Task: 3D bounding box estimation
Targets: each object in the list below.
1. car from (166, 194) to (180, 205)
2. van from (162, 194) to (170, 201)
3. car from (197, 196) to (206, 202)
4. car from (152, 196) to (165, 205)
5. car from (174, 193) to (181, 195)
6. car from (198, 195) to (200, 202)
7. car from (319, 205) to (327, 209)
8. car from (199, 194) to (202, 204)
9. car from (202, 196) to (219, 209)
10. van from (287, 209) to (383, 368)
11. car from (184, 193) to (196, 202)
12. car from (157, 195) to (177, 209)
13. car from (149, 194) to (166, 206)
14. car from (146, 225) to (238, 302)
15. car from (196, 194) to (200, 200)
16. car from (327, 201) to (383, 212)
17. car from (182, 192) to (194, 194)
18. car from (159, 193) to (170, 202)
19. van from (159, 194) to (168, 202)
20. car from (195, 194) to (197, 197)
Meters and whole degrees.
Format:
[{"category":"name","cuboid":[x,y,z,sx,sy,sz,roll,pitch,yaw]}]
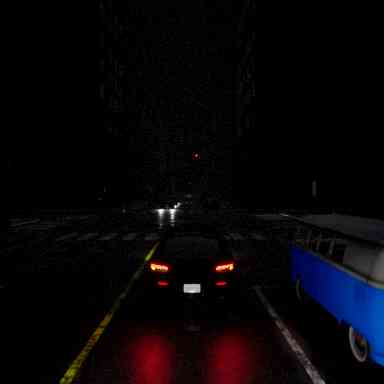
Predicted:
[{"category":"car","cuboid":[-3.454,1.547,57.276,1.994,1.385,4.181,0,0,-1]},{"category":"van","cuboid":[-6.388,1.299,83.214,1.690,1.788,3.998,0,0,-1]},{"category":"car","cuboid":[2.209,1.546,77.805,1.802,1.307,4.206,0,0,-1]},{"category":"car","cuboid":[-6.092,1.531,61.114,2.008,1.369,4.403,0,0,-1]},{"category":"car","cuboid":[-3.556,1.496,70.980,1.812,1.442,4.674,0,0,-1]},{"category":"car","cuboid":[2.508,1.535,55.703,2.008,1.369,4.403,0,0,-1]},{"category":"car","cuboid":[14.424,1.583,32.096,4.718,1.301,1.895,0,0,2]},{"category":"car","cuboid":[2.582,1.428,50.177,1.967,1.590,4.097,0,0,-1]},{"category":"car","cuboid":[2.655,1.516,44.822,1.752,1.417,4.829,0,0,-1]},{"category":"van","cuboid":[2.855,1.341,5.463,1.690,1.788,3.998,0,0,0]},{"category":"car","cuboid":[-0.600,1.561,74.209,1.895,1.301,4.718,0,0,-1]},{"category":"car","cuboid":[-3.309,1.495,45.060,1.837,1.490,4.892,0,0,-2]},{"category":"car","cuboid":[-6.017,1.299,55.588,2.192,1.841,5.009,0,0,-1]},{"category":"car","cuboid":[0.001,1.525,8.141,1.812,1.442,4.674,0,0,0]},{"category":"car","cuboid":[2.358,1.520,66.755,1.887,1.381,4.507,0,0,-1]},{"category":"car","cuboid":[14.609,1.517,28.845,4.674,1.442,1.812,0,0,-3]},{"category":"car","cuboid":[-0.734,1.076,84.209,2.150,2.045,5.566,0,0,-1]},{"category":"car","cuboid":[-6.316,1.279,77.690,2.192,1.841,5.009,0,0,-1]},{"category":"van","cuboid":[-6.241,1.312,72.164,1.690,1.788,3.998,0,0,-1]},{"category":"car","cuboid":[2.284,1.521,72.279,2.008,1.369,4.403,0,0,-1]}]
